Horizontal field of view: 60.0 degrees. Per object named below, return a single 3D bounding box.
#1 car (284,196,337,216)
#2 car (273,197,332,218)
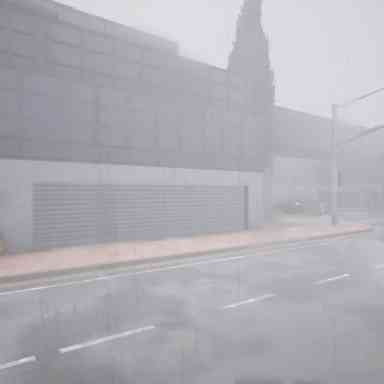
[{"bbox_3d":[11.824,1.353,33.451,2.097,1.767,4.553,0,0,-37],"label":"car"},{"bbox_3d":[9.737,1.490,30.392,2.128,1.511,4.902,0,0,-37],"label":"car"}]
